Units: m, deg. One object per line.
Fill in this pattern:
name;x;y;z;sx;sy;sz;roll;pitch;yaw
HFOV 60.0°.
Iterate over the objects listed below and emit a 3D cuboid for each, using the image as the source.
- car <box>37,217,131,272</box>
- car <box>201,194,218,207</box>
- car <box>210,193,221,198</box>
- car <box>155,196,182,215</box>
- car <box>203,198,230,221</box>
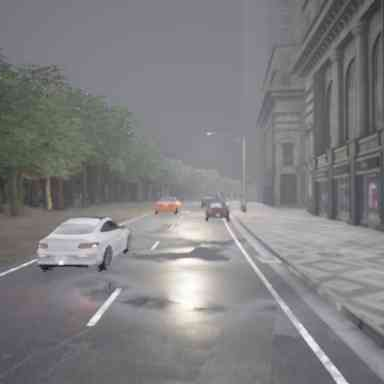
car;-3.232;1.511;10.663;1.812;1.442;4.674;0;0;1
car;2.358;1.363;47.175;1.837;1.490;4.892;0;0;6
car;4.498;1.261;65.990;2.150;2.045;5.566;0;-1;8
car;-2.227;1.216;32.545;2.097;1.767;4.553;0;0;4
car;1.949;1.426;25.692;1.812;1.442;4.674;0;0;3
